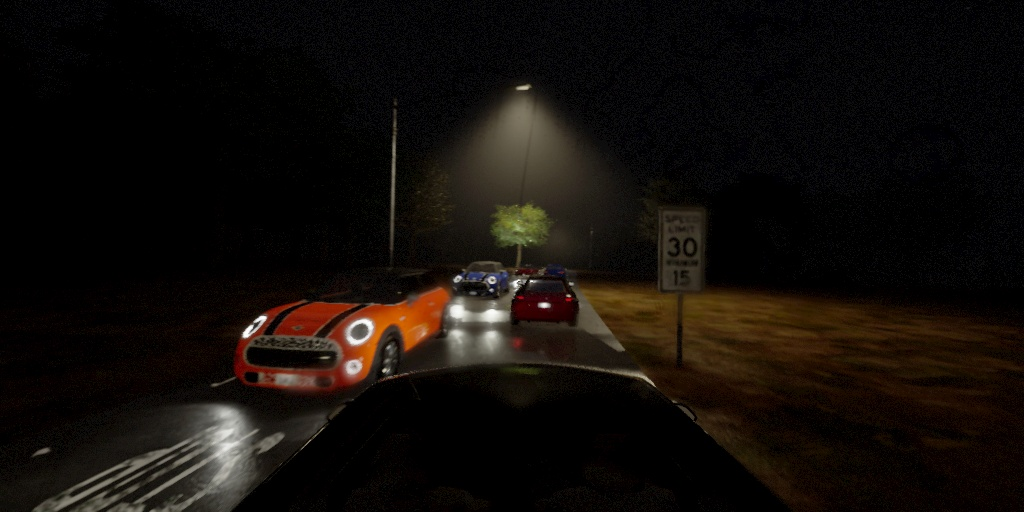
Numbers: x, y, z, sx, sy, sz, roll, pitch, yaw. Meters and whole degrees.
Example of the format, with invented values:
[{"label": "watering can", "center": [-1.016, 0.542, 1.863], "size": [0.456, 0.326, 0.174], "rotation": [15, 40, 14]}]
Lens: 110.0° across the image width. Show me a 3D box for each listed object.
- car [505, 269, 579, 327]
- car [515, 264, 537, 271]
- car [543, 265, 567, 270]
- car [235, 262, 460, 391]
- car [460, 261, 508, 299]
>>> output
[{"label": "car", "center": [1.093, 1.320, 11.752], "size": [1.994, 1.385, 4.181], "rotation": [1, 0, 6]}, {"label": "car", "center": [1.534, 1.532, 36.965], "size": [1.895, 1.301, 4.718], "rotation": [1, -1, 10]}, {"label": "car", "center": [3.575, 1.430, 30.055], "size": [1.812, 1.442, 4.674], "rotation": [1, -1, 9]}, {"label": "car", "center": [-2.682, 1.021, 6.893], "size": [2.097, 1.767, 4.553], "rotation": [1, 0, 6]}, {"label": "car", "center": [-1.408, 1.060, 17.908], "size": [2.097, 1.767, 4.553], "rotation": [1, 0, 8]}]
